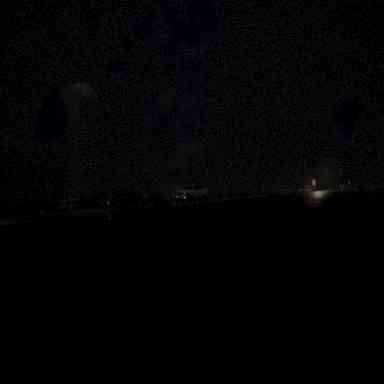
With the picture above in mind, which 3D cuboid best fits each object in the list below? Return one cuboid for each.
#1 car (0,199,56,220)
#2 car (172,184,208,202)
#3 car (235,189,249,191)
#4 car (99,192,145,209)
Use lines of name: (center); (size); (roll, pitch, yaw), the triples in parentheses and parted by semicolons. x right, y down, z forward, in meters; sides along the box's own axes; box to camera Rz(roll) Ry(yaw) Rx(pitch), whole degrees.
car: (-12.445, 1.195, 23.978); (1.895, 1.301, 4.718); (-1, 1, 34)
car: (-0.140, 0.114, 41.275); (2.150, 2.045, 5.566); (-1, 1, 36)
car: (8.764, -0.377, 53.586); (2.033, 1.411, 5.357); (-1, 1, 36)
car: (-6.686, 0.762, 32.117); (1.837, 1.490, 4.892); (-1, 1, 36)
